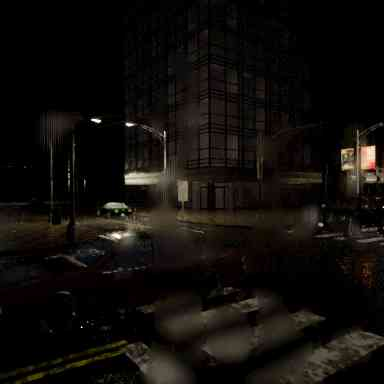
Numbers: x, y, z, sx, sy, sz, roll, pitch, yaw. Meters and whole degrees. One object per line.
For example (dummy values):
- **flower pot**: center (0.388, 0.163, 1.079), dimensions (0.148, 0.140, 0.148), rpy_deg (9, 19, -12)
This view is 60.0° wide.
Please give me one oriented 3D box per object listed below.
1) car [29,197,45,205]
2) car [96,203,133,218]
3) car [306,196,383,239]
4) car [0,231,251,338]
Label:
- **car**: center (-28.699, 1.691, 61.445), dimensions (2.033, 1.411, 5.357), rpy_deg (0, 0, -36)
- **car**: center (-7.166, 1.644, 30.326), dimensions (1.895, 1.301, 4.718), rpy_deg (0, 0, -34)
- **car**: center (8.458, 1.224, 17.624), dimensions (5.566, 2.045, 2.150), rpy_deg (0, 0, -35)
- **car**: center (-1.215, 1.547, 6.794), dimensions (5.357, 1.411, 2.033), rpy_deg (0, 0, -35)
